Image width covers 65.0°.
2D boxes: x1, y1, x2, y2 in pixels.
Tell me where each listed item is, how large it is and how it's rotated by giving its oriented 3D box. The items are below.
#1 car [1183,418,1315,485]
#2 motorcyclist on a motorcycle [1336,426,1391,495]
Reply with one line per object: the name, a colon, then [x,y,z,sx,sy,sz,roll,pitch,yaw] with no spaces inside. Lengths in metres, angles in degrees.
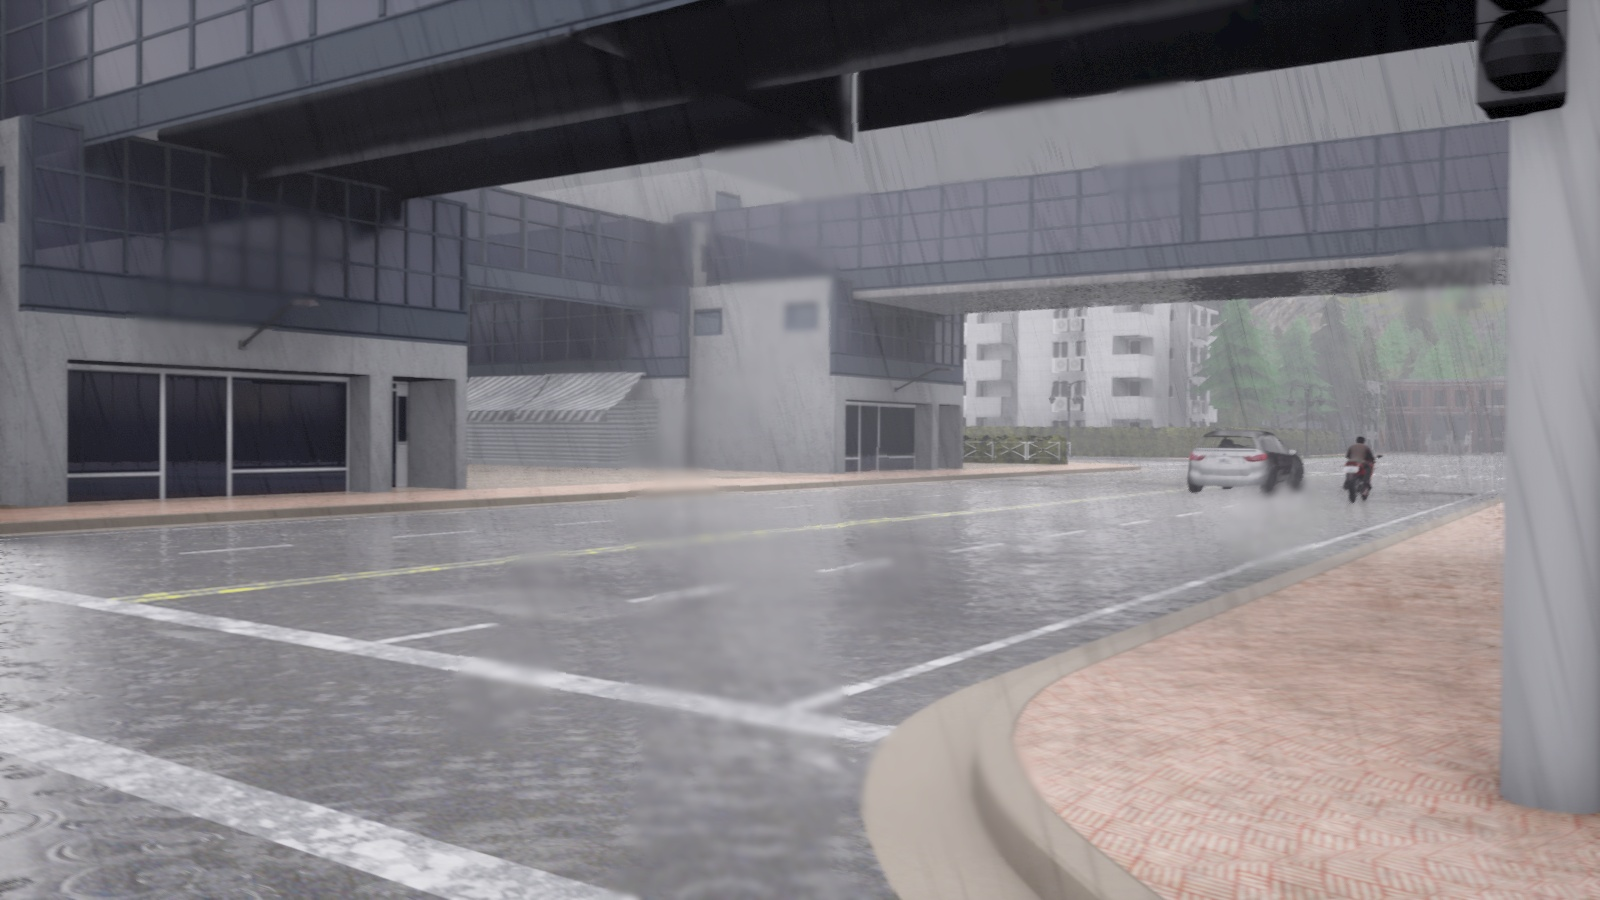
car: [12.146,0.008,33.775,2.242,1.667,4.611,0,1,34]
motorcyclist on a motorcycle: [12.830,0.209,28.563,0.797,1.523,2.044,0,1,34]
